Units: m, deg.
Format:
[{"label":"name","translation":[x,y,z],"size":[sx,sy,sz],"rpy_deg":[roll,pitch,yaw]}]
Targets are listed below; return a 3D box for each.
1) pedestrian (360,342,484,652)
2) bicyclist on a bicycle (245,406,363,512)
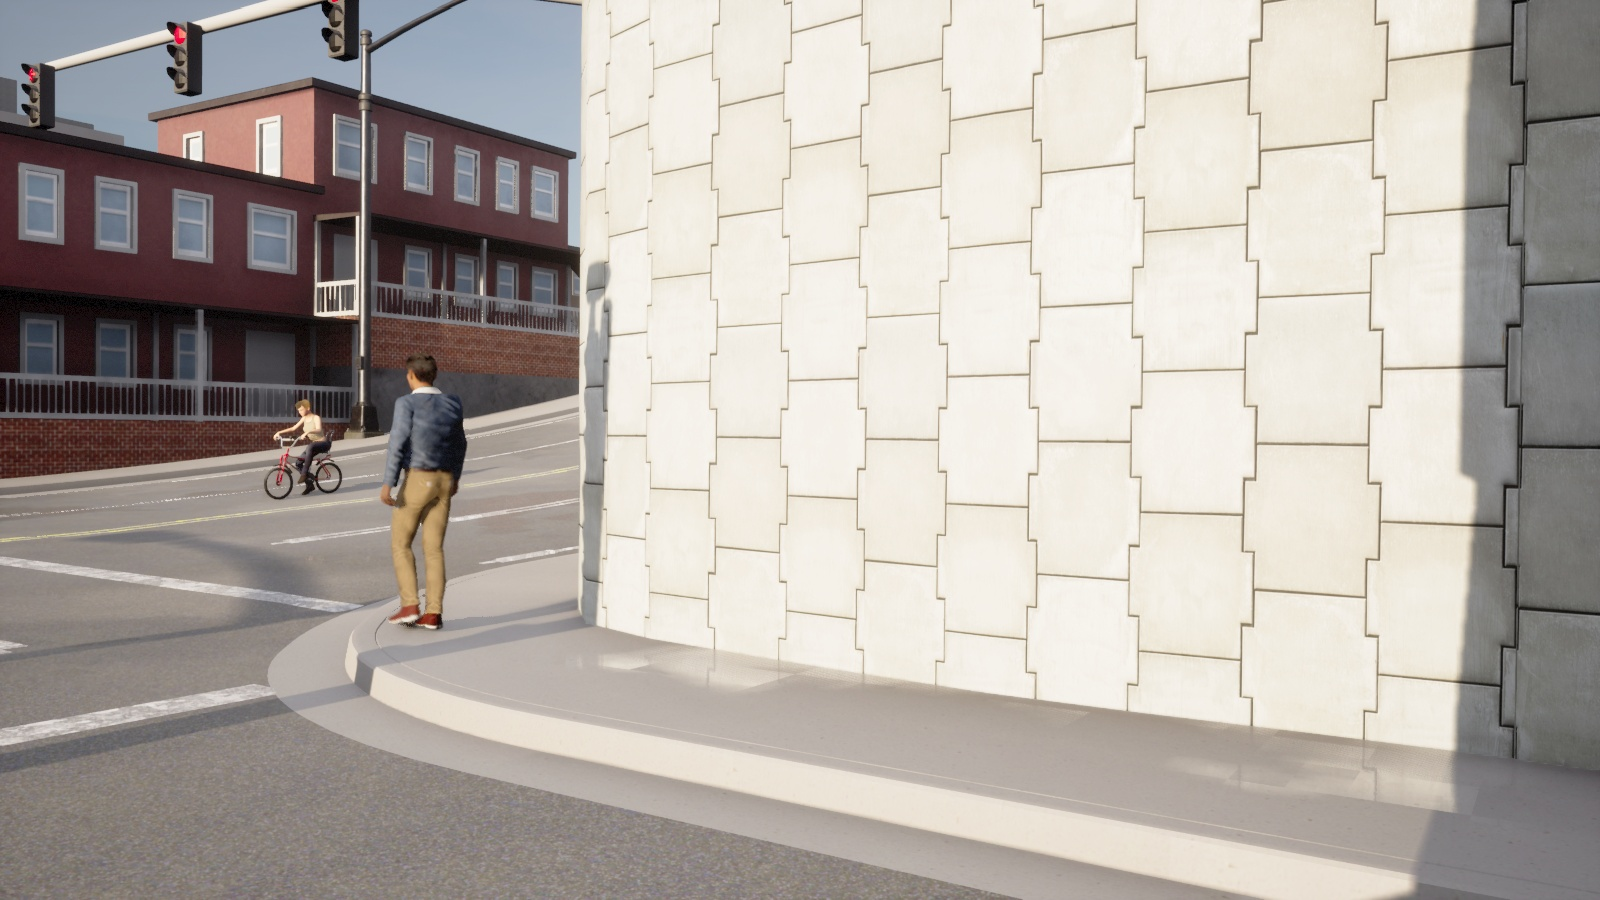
[{"label":"pedestrian","translation":[-2.507,0.294,8.306],"size":[0.788,1.949,0.423],"rpy_deg":[0,1,44]},{"label":"bicyclist on a bicycle","translation":[-8.249,0.120,20.941],"size":[0.866,1.612,1.509],"rpy_deg":[0,5,33]}]
